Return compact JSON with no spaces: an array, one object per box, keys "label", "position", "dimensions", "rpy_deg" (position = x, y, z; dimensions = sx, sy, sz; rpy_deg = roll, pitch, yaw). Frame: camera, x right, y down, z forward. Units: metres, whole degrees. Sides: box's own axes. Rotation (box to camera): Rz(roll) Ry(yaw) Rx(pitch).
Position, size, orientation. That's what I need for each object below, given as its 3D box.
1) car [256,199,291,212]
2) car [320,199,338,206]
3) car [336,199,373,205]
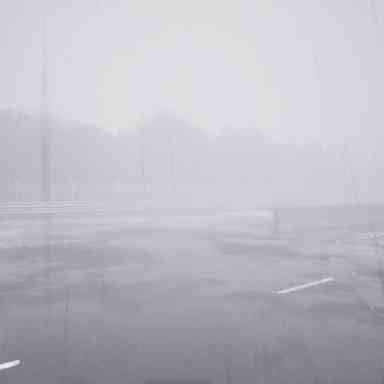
[{"label":"car","position":[8.958,1.490,36.301],"dimensions":[4.181,1.385,1.994],"rpy_deg":[2,-1,-36]},{"label":"car","position":[16.060,1.551,37.033],"dimensions":[4.674,1.442,1.812],"rpy_deg":[0,0,-36]},{"label":"car","position":[16.859,1.624,33.311],"dimensions":[4.718,1.301,1.895],"rpy_deg":[0,0,-35]}]
